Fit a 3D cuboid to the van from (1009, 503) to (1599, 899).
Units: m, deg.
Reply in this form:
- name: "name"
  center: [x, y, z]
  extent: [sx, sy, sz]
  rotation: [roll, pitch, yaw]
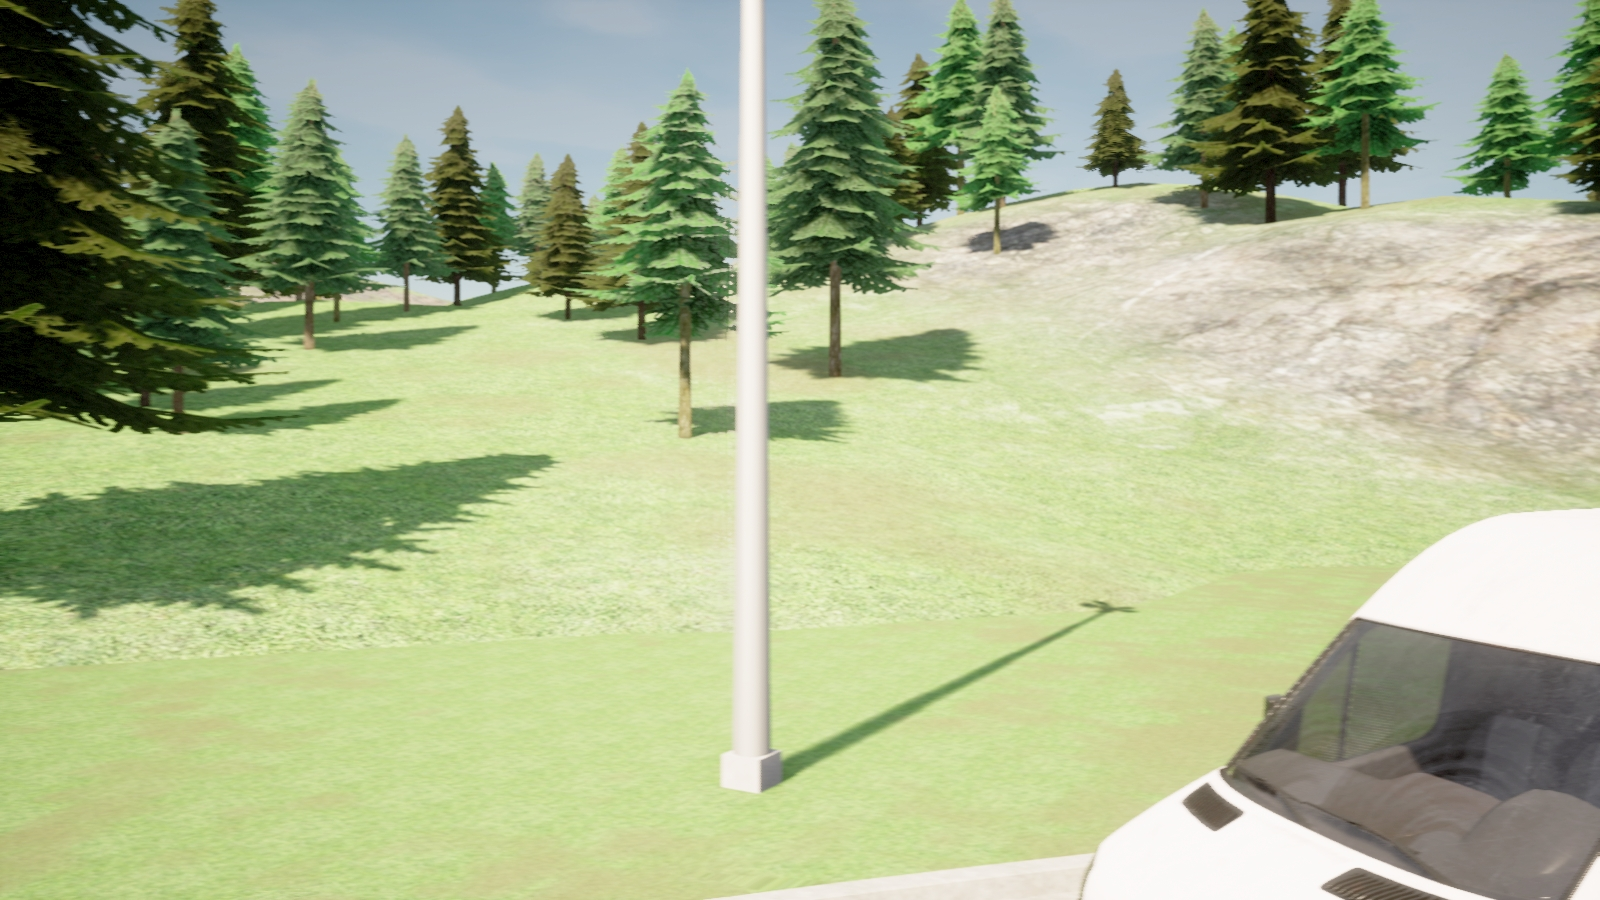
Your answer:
- name: "van"
  center: [4.041, 1.543, 4.816]
  extent: [5.915, 2.561, 1.988]
  rotation: [0, -1, -14]
